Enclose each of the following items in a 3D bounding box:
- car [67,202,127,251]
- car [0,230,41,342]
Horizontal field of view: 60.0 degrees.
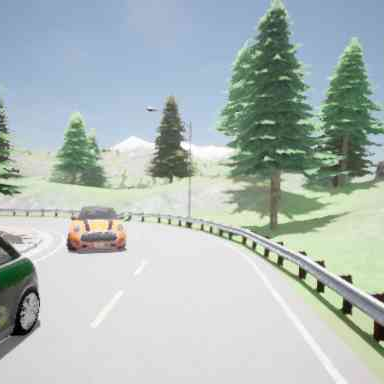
[{"bbox_3d":[-4.019,1.370,14.216,2.097,1.767,4.553,1,0,-17],"label":"car"},{"bbox_3d":[-3.587,1.322,3.635,2.097,1.767,4.553,1,0,1],"label":"car"}]
